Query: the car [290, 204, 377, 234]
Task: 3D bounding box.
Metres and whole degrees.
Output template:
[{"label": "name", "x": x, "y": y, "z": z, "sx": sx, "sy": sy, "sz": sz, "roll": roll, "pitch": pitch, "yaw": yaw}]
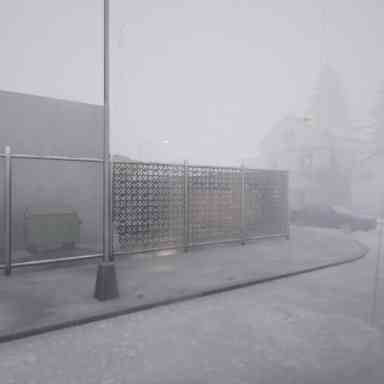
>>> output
[{"label": "car", "x": 8.185, "y": 1.477, "z": 19.692, "sx": 1.882, "sy": 1.535, "sz": 5.008, "roll": 0, "pitch": 0, "yaw": -35}]
